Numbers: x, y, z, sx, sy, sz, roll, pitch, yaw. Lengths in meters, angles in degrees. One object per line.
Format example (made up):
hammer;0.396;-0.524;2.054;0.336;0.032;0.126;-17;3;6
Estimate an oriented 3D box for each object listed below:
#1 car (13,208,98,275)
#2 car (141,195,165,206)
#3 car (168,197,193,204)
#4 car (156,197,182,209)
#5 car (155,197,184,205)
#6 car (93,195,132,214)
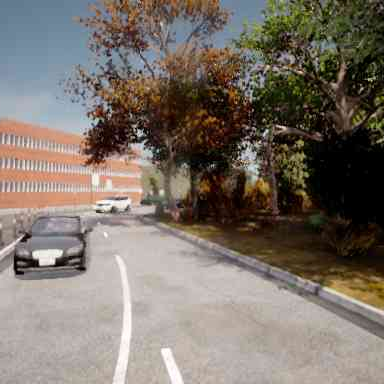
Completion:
car;-4.264;1.492;10.708;2.128;1.511;4.902;0;0;-15
car;-6.303;1.466;58.780;5.566;2.045;2.435;0;0;20
car;-2.385;1.786;69.381;4.674;1.452;2.002;0;0;20
car;-2.768;1.806;45.955;1.895;1.301;4.718;0;0;21
car;-4.335;1.734;64.078;5.008;1.535;2.097;0;0;20
car;-9.001;1.372;38.236;2.150;2.045;5.566;0;-1;19
